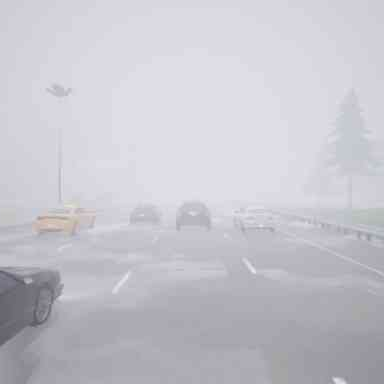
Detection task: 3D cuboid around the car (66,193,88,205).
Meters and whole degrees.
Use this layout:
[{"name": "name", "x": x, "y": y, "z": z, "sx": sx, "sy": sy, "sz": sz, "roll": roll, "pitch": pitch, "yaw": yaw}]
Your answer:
[{"name": "car", "x": -20.999, "y": 1.232, "z": 60.882, "sx": 2.150, "sy": 2.045, "sz": 5.566, "roll": 0, "pitch": 0, "yaw": 0}]

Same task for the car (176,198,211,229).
[{"name": "car", "x": 0.096, "y": 1.355, "z": 21.640, "sx": 2.097, "sy": 1.767, "sz": 4.553, "roll": 0, "pitch": 0, "yaw": 0}]

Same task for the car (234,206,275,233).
[{"name": "car", "x": 3.605, "y": 1.529, "z": 19.593, "sx": 1.812, "sy": 1.442, "sz": 4.674, "roll": 0, "pitch": 0, "yaw": 0}]

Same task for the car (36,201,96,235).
[{"name": "car", "x": -6.897, "y": 1.481, "z": 18.679, "sx": 1.882, "sy": 1.535, "sz": 5.008, "roll": 0, "pitch": 0, "yaw": 0}]

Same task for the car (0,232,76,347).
[{"name": "car", "x": -3.399, "y": 1.548, "z": 3.995, "sx": 2.033, "sy": 1.411, "sz": 5.357, "roll": 0, "pitch": 0, "yaw": 0}]

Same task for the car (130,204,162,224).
[{"name": "car", "x": -3.394, "y": 1.568, "z": 24.957, "sx": 1.994, "sy": 1.385, "sz": 4.181, "roll": 0, "pitch": 0, "yaw": 0}]

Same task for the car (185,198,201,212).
[{"name": "car", "x": 0.101, "y": 1.511, "z": 40.612, "sx": 1.837, "sy": 1.490, "sz": 4.892, "roll": 0, "pitch": 0, "yaw": 0}]
